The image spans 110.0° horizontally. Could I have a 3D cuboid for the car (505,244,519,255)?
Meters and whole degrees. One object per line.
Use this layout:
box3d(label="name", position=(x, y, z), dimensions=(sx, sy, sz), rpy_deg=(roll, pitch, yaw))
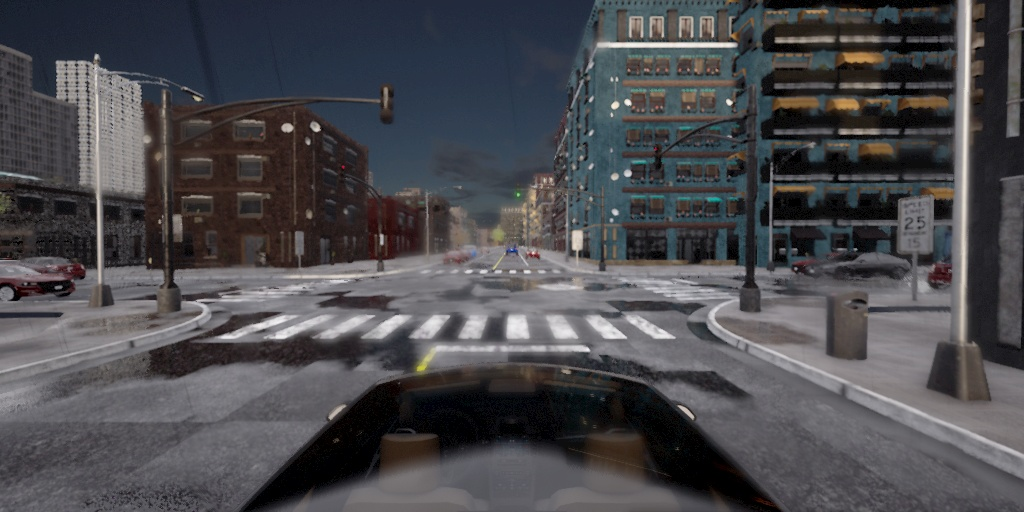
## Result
box3d(label="car", position=(0.002, -1.166, 63.442), dimensions=(2.150, 2.045, 5.566), rpy_deg=(0, 2, 0))

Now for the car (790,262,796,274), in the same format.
box3d(label="car", position=(19.477, 0.511, 21.746), dimensions=(4.507, 1.381, 1.888), rpy_deg=(0, 0, 1))

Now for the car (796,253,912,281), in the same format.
box3d(label="car", position=(18.331, 0.542, 19.066), dimensions=(4.674, 1.442, 1.812), rpy_deg=(0, 1, 1))

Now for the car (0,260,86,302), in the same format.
box3d(label="car", position=(-19.294, 0.955, 13.518), dimensions=(4.507, 1.381, 1.888), rpy_deg=(0, 0, 1))

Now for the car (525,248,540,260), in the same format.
box3d(label="car", position=(2.693, -0.401, 47.633), dimensions=(1.967, 1.591, 4.097), rpy_deg=(0, 0, 0))

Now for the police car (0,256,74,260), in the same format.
box3d(label="police car", position=(-23.178, 0.905, 16.365), dimensions=(4.974, 1.542, 2.038), rpy_deg=(0, 1, 1))

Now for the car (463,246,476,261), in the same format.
box3d(label="car", position=(-5.689, -0.096, 41.888), dimensions=(1.888, 1.381, 4.507), rpy_deg=(0, 0, 0))

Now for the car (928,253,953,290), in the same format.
box3d(label="car", position=(18.174, 0.551, 13.176), dimensions=(4.097, 1.591, 1.967), rpy_deg=(0, 0, 1))

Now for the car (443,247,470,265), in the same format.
box3d(label="car", position=(-5.765, 0.101, 36.210), dimensions=(1.888, 1.381, 4.507), rpy_deg=(0, 0, 0))

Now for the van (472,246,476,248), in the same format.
box3d(label="van", position=(-5.688, -0.497, 47.572), dimensions=(1.690, 1.789, 3.998), rpy_deg=(0, 0, 0))
